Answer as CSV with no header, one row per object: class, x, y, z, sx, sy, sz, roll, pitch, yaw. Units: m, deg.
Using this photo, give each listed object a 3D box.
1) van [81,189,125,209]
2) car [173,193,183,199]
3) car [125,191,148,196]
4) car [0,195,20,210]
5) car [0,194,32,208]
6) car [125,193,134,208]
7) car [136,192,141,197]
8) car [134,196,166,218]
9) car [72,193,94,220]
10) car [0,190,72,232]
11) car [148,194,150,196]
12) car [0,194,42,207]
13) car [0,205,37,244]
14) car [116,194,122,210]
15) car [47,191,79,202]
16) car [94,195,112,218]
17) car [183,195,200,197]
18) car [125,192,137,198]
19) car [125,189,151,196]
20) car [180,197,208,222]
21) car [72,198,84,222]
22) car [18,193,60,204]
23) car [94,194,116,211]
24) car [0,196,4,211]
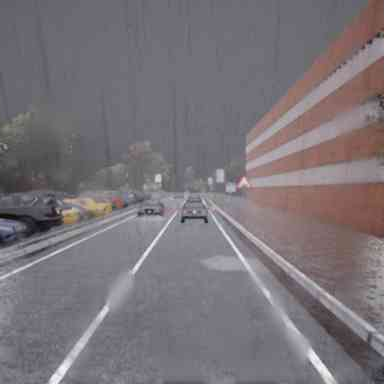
van,-9.400,0.893,33.519,4.442,1.987,1.878,0,1,0
car,-2.730,0.794,68.524,1.994,1.385,4.181,0,1,1
car,-9.263,0.938,47.649,5.008,1.535,2.097,0,1,0
car,-21.844,1.084,36.284,5.008,1.535,2.097,0,1,0
car,-21.841,1.048,39.107,5.008,1.535,2.097,0,1,0
car,-9.251,1.113,36.348,4.792,1.488,2.163,0,1,0
car,-9.272,1.052,41.999,4.674,1.452,2.002,0,1,0
car,-3.252,1.311,27.454,1.994,1.385,4.181,0,1,0
car,-9.326,1.136,22.219,4.553,1.767,2.185,0,1,0
car,-9.329,1.082,16.566,5.566,2.045,2.435,0,1,0
car,-9.263,0.939,50.477,4.674,1.452,2.002,0,1,0
car,-21.839,1.014,41.931,4.892,1.521,2.231,0,1,0
car,-9.307,1.409,13.744,4.674,1.452,2.002,0,1,0
car,-9.284,1.195,30.697,4.674,1.452,2.002,0,1,0
car,-21.770,0.687,56.055,4.553,1.767,2.185,0,0,0
car,-9.107,1.223,25.045,5.366,1.575,1.946,0,1,0
car,0.312,1.081,42.442,2.128,1.511,4.902,0,1,0
car,-9.280,1.088,39.173,4.674,1.452,2.002,0,1,0
car,-9.234,0.608,53.297,5.566,2.045,2.435,0,1,0
car,0.172,1.334,23.910,2.033,1.411,5.357,0,1,0
car,-9.483,1.294,19.395,5.366,1.575,1.946,0,1,0
car,-21.848,0.939,47.578,4.892,1.521,2.231,0,1,0
car,-9.475,1.187,27.871,5.366,1.575,1.946,0,1,0
car,-21.881,1.149,33.461,4.792,1.488,2.163,0,1,0
